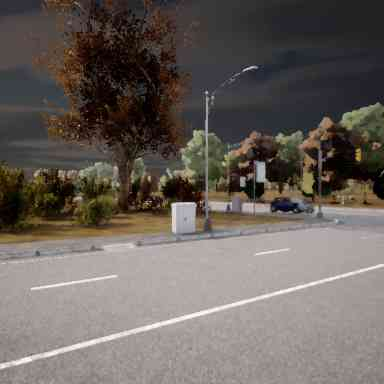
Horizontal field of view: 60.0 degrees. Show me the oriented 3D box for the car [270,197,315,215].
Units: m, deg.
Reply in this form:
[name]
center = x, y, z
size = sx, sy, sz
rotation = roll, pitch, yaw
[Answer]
[car]
center = 10.159, 1.284, 33.866
size = 2.097, 1.767, 4.553
rotation = 0, 0, -32
